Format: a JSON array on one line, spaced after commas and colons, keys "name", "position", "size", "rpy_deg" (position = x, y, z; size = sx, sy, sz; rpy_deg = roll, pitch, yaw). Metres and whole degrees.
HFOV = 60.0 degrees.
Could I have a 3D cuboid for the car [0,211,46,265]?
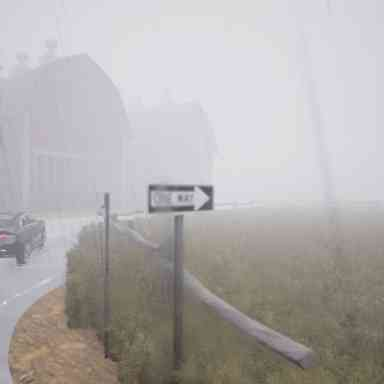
[{"name": "car", "position": [-6.090, 1.383, 10.927], "size": [2.128, 1.511, 4.902], "rpy_deg": [0, 0, -15]}]
